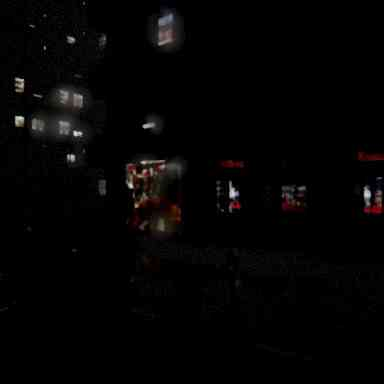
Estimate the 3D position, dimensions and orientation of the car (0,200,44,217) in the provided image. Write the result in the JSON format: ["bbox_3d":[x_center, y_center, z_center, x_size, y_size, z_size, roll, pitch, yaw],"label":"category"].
[{"bbox_3d":[-14.600,1.350,26.443,2.008,1.369,4.403,1,1,35],"label":"car"}]

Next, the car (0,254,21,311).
[{"bbox_3d":[-5.017,1.552,6.442,4.403,1.369,2.008,0,0,35],"label":"car"}]

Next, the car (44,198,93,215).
[{"bbox_3d":[-11.515,1.250,30.871,1.752,1.417,4.829,1,1,35],"label":"car"}]
